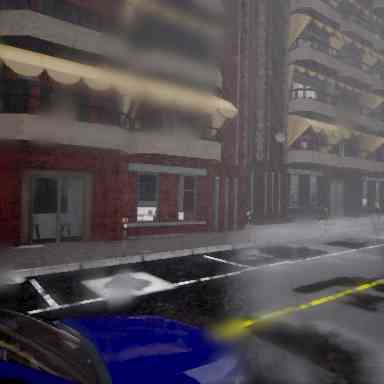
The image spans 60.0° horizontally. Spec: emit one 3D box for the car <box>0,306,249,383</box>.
[{"bbox_3d":[-1.631,1.525,2.116,4.674,1.442,1.812,0,0,-35],"label":"car"}]
